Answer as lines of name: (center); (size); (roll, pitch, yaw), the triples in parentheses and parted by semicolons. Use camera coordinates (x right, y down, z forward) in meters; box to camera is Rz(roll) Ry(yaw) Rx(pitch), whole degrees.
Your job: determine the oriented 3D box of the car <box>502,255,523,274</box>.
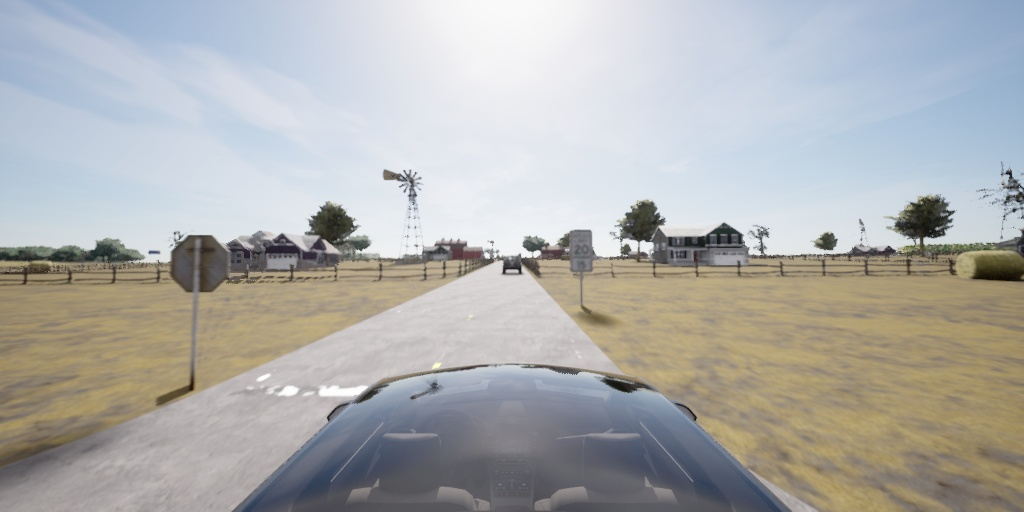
car: (0.020, 0.924, 40.691); (2.150, 2.045, 5.566); (0, 0, 0)
